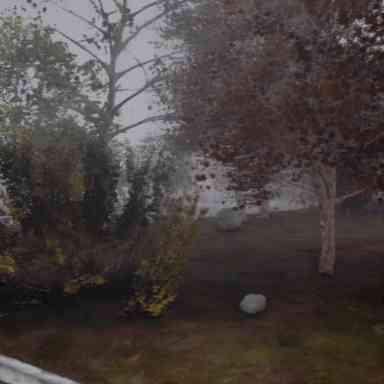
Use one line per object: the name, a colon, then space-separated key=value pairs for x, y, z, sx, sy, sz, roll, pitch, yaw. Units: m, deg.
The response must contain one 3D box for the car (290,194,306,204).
car: x=14.905 y=0.957 z=46.735 sx=1.994 sy=1.385 sz=4.181 roll=0 pitch=1 yaw=17
